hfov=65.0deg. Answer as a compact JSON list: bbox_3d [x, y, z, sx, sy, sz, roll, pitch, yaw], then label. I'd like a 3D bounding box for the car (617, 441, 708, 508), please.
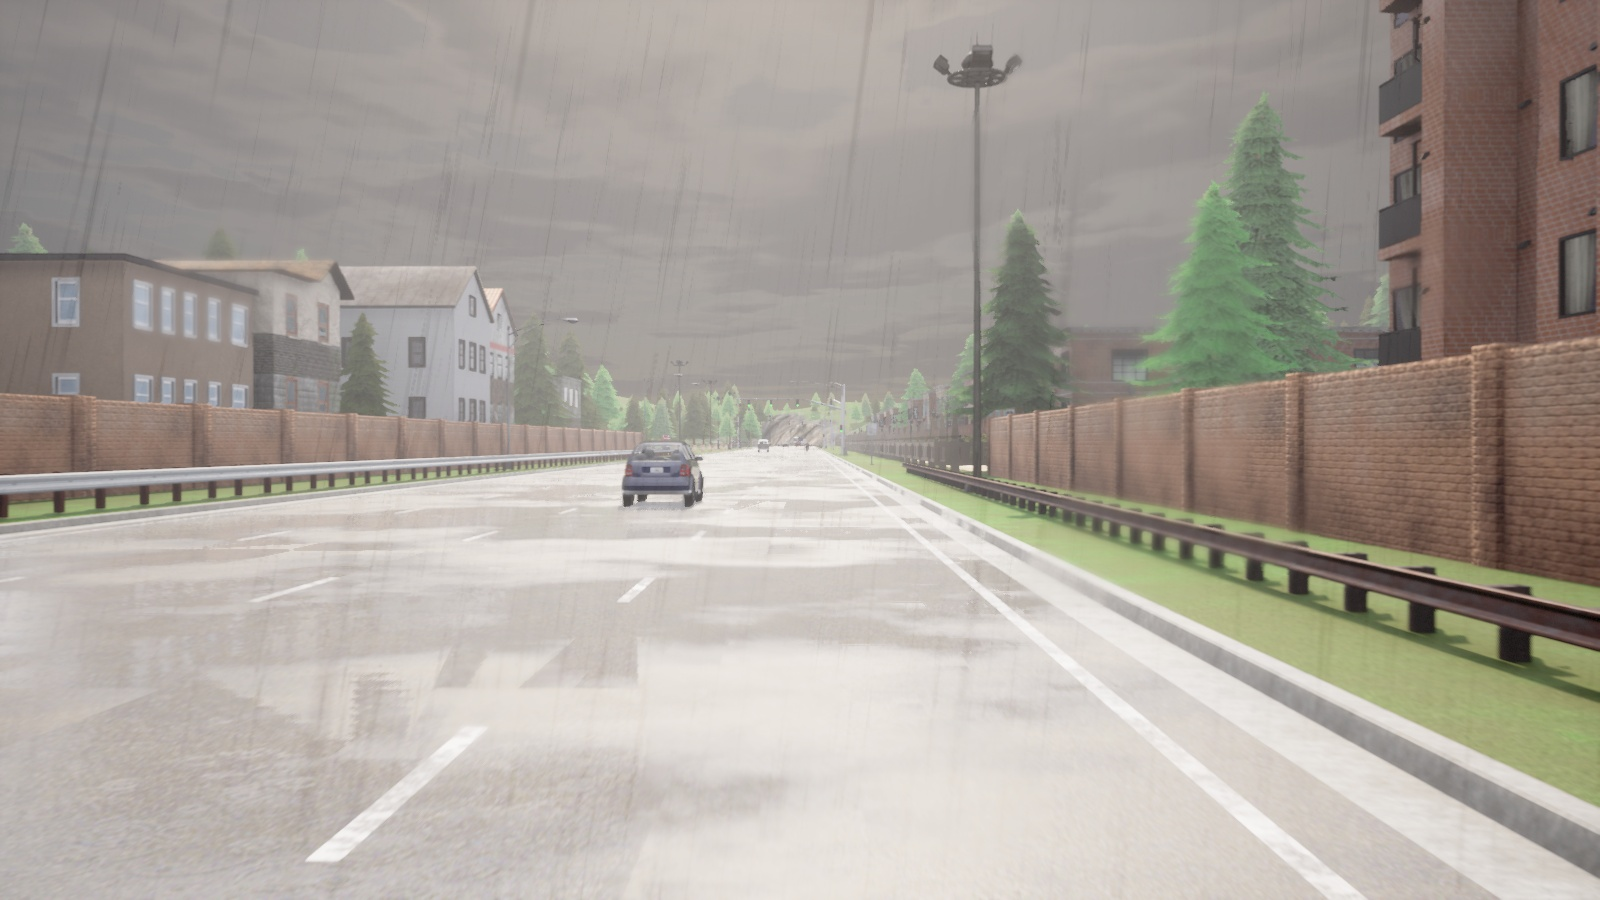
[{"bbox_3d":[-3.309,0.548,30.844,1.789,1.549,3.705,0,0,0],"label":"car"}]
